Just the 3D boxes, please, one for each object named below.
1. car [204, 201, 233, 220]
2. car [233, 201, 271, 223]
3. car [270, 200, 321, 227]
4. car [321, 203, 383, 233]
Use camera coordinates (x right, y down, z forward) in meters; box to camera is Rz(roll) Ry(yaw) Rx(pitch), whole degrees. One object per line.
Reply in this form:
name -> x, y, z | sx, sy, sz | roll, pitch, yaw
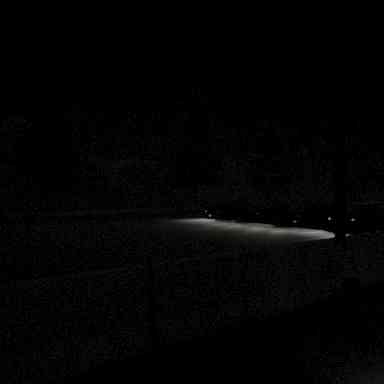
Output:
car -> 3.611, 1.486, 27.933 | 5.357, 1.411, 2.033 | 0, 0, -35
car -> 5.835, 1.422, 25.217 | 5.008, 1.535, 1.882 | 0, 0, -35
car -> 7.871, 1.427, 22.371 | 5.008, 1.535, 1.882 | 0, 0, -35
car -> 9.879, 1.480, 19.505 | 4.674, 1.442, 1.812 | 0, 0, -35
